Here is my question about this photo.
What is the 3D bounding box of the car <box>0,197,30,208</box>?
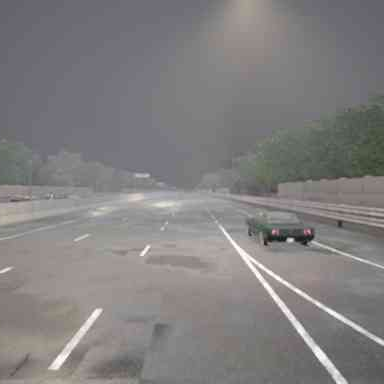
[{"bbox_3d":[-24.584,1.386,46.131,1.895,1.301,4.718,0,0,0],"label":"car"}]

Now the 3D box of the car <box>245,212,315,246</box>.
[{"bbox_3d":[3.657,1.531,14.794,1.895,1.301,4.718,0,0,-2],"label":"car"}]

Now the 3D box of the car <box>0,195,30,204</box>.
[{"bbox_3d":[-17.577,1.360,31.167,1.837,1.490,4.892,0,0,0],"label":"car"}]

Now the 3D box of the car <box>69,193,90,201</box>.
[{"bbox_3d":[-21.062,0.909,62.573,2.033,1.411,5.357,0,0,0],"label":"car"}]

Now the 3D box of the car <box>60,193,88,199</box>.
[{"bbox_3d":[-17.582,1.294,49.837,1.812,1.442,4.674,0,0,0],"label":"car"}]

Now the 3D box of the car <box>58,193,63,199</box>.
[{"bbox_3d":[-24.562,0.933,62.557,1.837,1.490,4.892,0,0,0],"label":"car"}]

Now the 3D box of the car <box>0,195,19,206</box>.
[{"bbox_3d":[-28.072,1.274,49.633,1.837,1.490,4.892,0,0,0],"label":"car"}]

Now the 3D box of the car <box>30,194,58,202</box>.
[{"bbox_3d":[-21.081,1.289,46.677,1.837,1.490,4.892,0,0,0],"label":"car"}]
